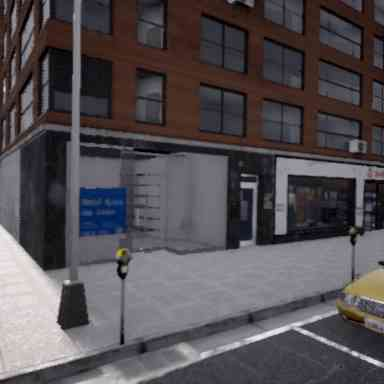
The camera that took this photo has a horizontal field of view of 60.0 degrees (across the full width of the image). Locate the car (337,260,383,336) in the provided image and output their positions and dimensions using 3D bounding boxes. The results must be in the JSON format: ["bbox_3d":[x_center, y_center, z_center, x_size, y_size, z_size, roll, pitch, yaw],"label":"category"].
[{"bbox_3d":[4.523,1.545,5.936,4.829,1.417,1.752,1,1,-34],"label":"car"}]
